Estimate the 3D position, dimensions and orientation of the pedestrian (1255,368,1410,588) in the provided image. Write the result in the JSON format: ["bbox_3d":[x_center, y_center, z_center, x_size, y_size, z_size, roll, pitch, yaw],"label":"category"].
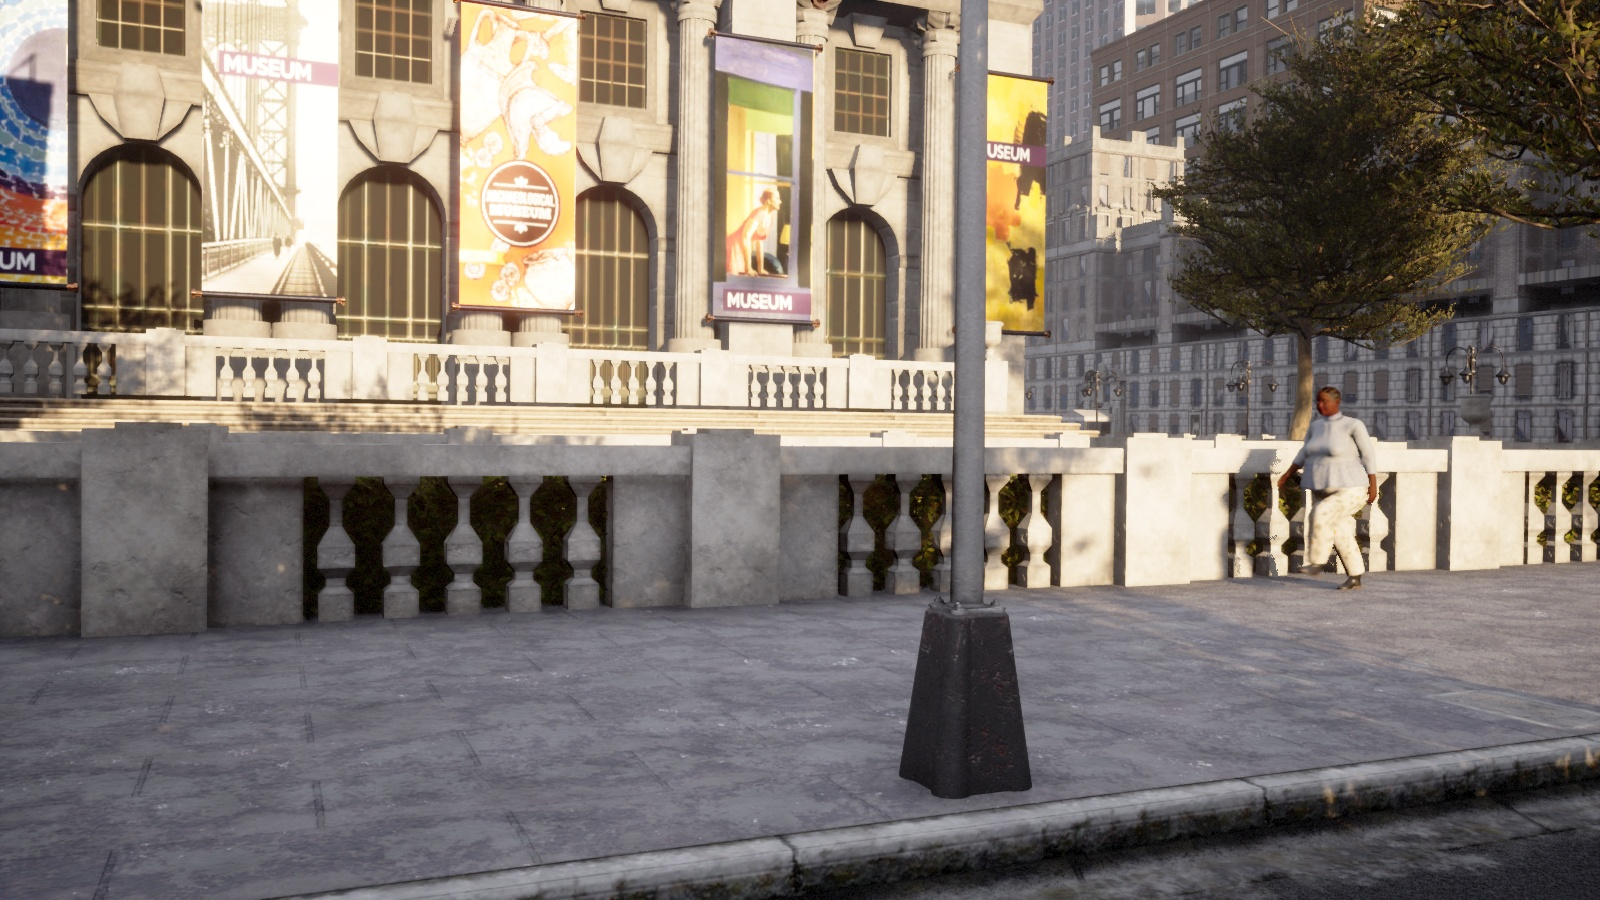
[{"bbox_3d":[4.717,0.222,11.154,0.900,1.855,0.874,-1,1,-21],"label":"pedestrian"}]
